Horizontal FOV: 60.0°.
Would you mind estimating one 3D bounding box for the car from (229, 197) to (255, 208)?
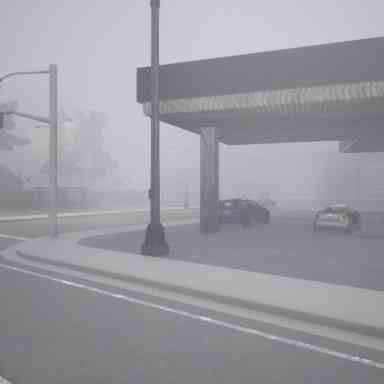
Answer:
[{"bbox_3d":[7.508,1.505,49.829,1.837,1.490,4.892,0,0,36],"label":"car"}]

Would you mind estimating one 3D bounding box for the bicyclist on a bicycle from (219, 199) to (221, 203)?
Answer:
[{"bbox_3d":[2.531,1.387,29.695,0.582,1.620,1.656,0,-9,-36],"label":"bicyclist on a bicycle"}]

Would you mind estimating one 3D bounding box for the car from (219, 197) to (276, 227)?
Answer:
[{"bbox_3d":[3.411,1.295,22.040,2.242,1.667,4.611,0,0,37],"label":"car"}]

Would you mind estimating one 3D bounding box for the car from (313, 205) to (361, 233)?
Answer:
[{"bbox_3d":[8.485,1.456,19.241,1.970,1.475,3.806,0,0,37],"label":"car"}]
